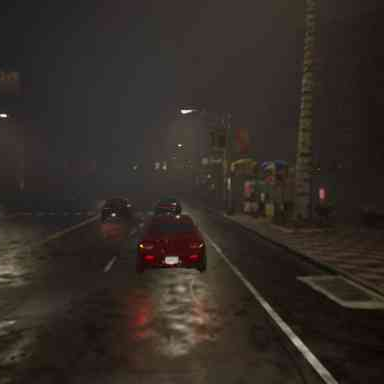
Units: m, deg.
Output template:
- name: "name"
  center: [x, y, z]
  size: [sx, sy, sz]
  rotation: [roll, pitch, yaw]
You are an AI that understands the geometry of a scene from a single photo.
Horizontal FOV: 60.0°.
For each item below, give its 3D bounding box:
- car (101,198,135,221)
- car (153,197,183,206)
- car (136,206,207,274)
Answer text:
- name: "car"
  center: [-5.177, 1.172, 23.587]
  size: [1.837, 1.490, 4.892]
  rotation: [0, 1, -5]
- name: "car"
  center: [-1.737, 1.154, 24.472]
  size: [1.837, 1.490, 4.892]
  rotation: [0, 1, -5]
- name: "car"
  center: [-0.630, 1.381, 10.022]
  size: [1.812, 1.442, 4.674]
  rotation: [0, 1, -4]
